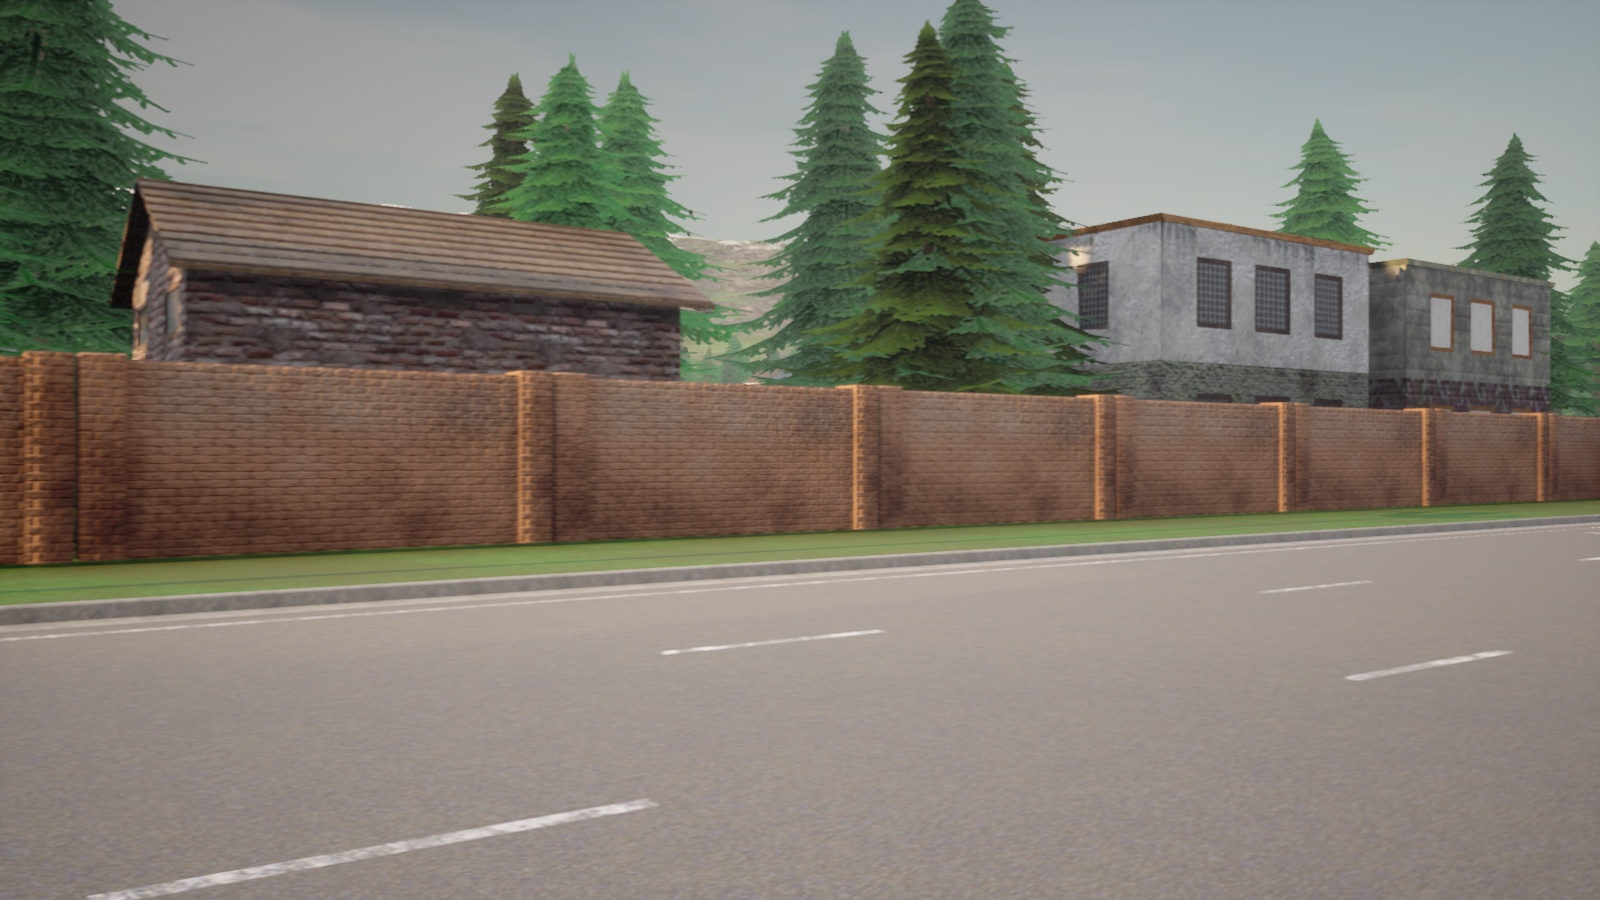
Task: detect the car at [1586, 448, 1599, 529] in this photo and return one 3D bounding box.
[{"bbox_3d":[17.288,0.715,24.219,4.514,1.525,2.007,0,0,-35],"label":"car"}]
